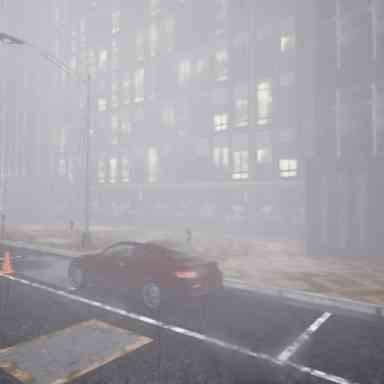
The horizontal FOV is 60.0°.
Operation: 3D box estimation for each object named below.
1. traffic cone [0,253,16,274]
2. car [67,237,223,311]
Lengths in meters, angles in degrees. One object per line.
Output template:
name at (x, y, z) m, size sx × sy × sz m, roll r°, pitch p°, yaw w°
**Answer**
traffic cone at (-5.529, 2.113, 9.968) m, size 0.340 × 0.580 × 0.340 m, roll 0°, pitch -1°, yaw 37°
car at (-1.241, 1.733, 7.963) m, size 4.206 × 1.307 × 1.802 m, roll 0°, pitch -1°, yaw 37°
